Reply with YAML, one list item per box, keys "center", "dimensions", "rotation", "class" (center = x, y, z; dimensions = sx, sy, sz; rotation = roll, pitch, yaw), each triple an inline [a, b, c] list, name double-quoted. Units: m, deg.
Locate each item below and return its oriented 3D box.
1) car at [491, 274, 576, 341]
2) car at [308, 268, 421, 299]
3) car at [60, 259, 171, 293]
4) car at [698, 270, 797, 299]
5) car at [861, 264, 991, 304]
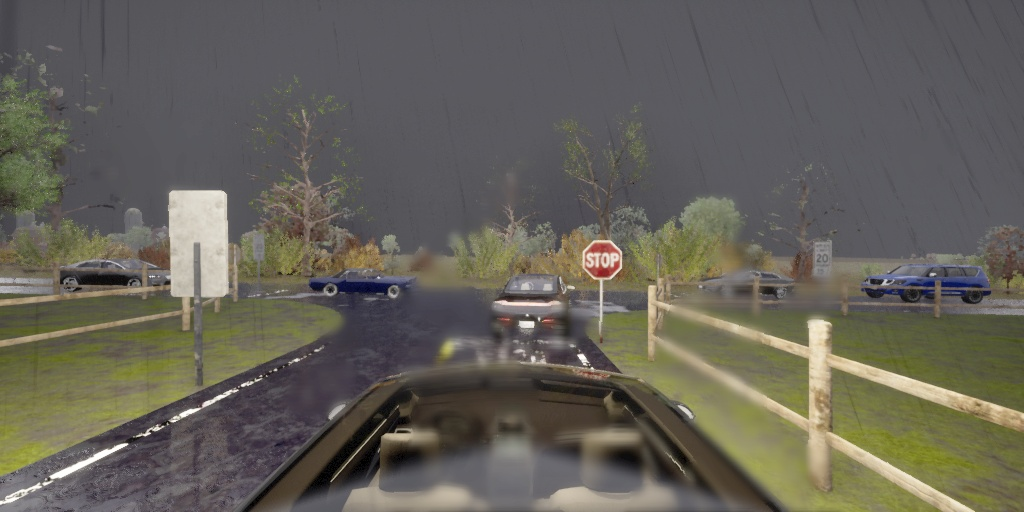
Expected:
- center: [0.708, 1.240, 9.993]
  dimensions: [2.128, 1.511, 4.902]
  rotation: [0, 0, 9]
  class: "car"
- center: [-6.819, 1.248, 17.026]
  dimensions: [4.718, 1.301, 1.895]
  rotation: [1, 1, 0]
  class: "car"
- center: [-18.487, 0.885, 17.044]
  dimensions: [4.902, 1.511, 2.128]
  rotation: [1, 1, 0]
  class: "car"
- center: [13.007, 1.525, 19.950]
  dimensions: [4.902, 1.511, 2.128]
  rotation: [1, 1, 0]
  class: "car"
- center: [22.903, 1.466, 19.937]
  dimensions: [5.566, 2.045, 2.150]
  rotation: [1, 1, 0]
  class: "car"
